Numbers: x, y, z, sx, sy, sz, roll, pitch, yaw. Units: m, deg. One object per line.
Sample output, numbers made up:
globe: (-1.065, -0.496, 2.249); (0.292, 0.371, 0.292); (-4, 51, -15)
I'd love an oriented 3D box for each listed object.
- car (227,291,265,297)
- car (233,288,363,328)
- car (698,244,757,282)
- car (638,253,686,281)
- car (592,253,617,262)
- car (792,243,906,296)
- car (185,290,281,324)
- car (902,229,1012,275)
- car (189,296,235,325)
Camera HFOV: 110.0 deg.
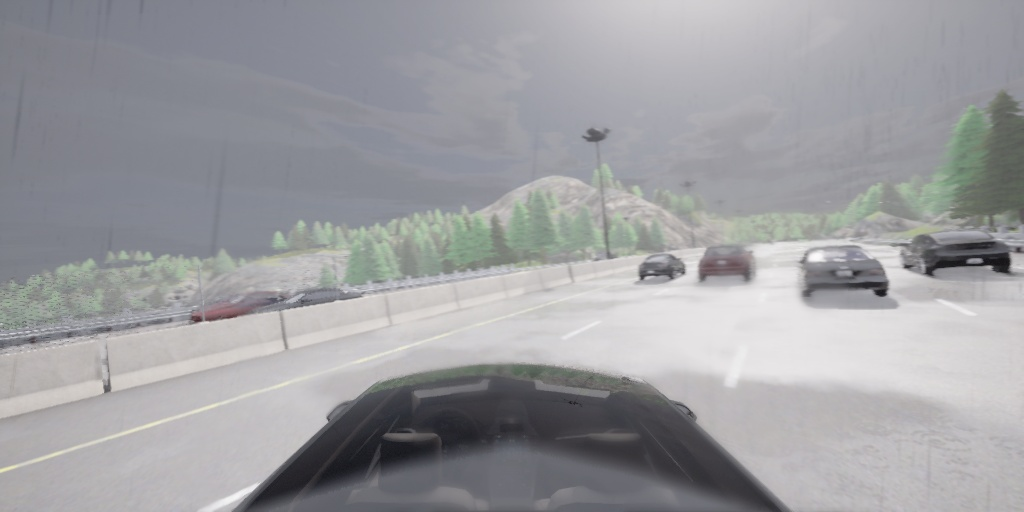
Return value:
car: (-14.326, 2.738, 19.844); (1.812, 1.442, 4.674); (-6, 0, 38)
car: (-8.804, 2.184, 15.580); (1.812, 1.442, 4.674); (-6, 0, 38)
car: (10.641, 0.201, 17.698); (2.097, 1.767, 4.553); (-6, -1, 38)
car: (8.795, 0.584, 21.022); (1.812, 1.442, 4.674); (-6, -1, 37)
car: (12.938, 0.315, 49.507); (2.033, 1.411, 5.357); (-6, -1, 38)
car: (10.150, 0.376, 11.301); (2.033, 1.411, 5.357); (-6, -1, 38)
car: (-17.023, 3.048, 22.054); (1.994, 1.385, 4.181); (-6, 0, 38)
car: (16.022, -0.190, 13.228); (1.837, 1.490, 4.892); (-6, -1, 38)
car: (-12.113, 2.586, 16.989); (1.895, 1.301, 4.718); (-6, 0, 38)
